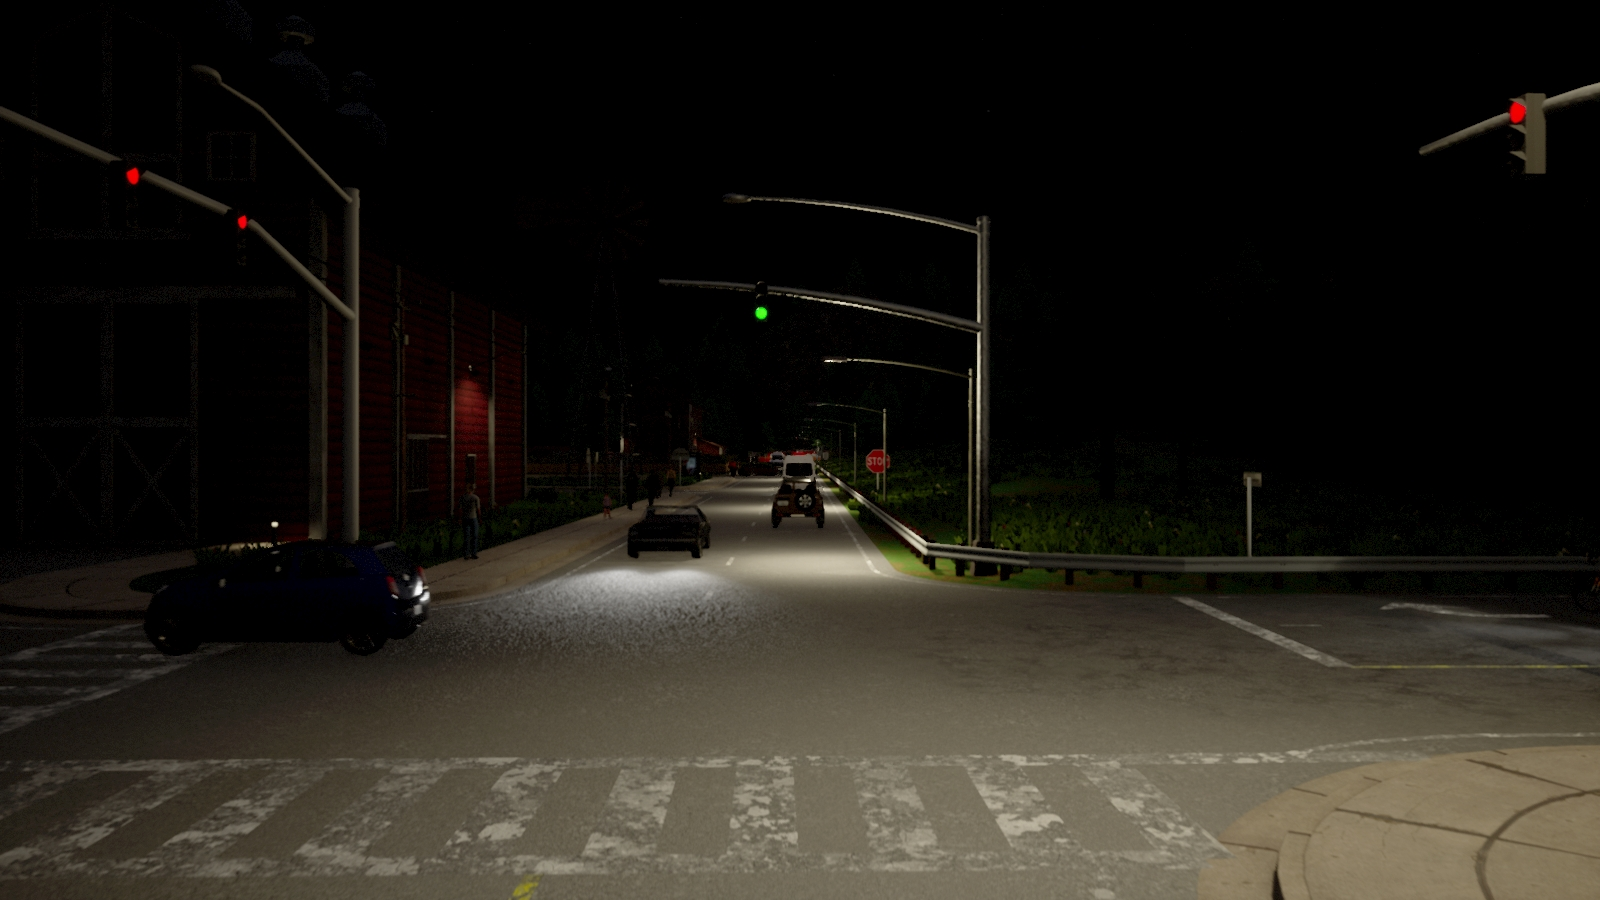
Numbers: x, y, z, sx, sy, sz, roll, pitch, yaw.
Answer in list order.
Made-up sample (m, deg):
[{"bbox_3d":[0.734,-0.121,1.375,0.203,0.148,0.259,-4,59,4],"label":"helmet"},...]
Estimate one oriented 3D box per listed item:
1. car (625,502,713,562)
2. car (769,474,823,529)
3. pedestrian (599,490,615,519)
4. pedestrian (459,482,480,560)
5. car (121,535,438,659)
[{"bbox_3d":[-3.470,2.178,31.110,1.895,1.301,4.718,0,0,-1],"label":"car"},{"bbox_3d":[-0.118,1.895,43.347,1.932,1.855,4.605,0,0,0],"label":"car"},{"bbox_3d":[-7.443,2.109,44.086,0.500,1.100,0.500,0,0,7],"label":"pedestrian"},{"bbox_3d":[-7.992,1.715,27.610,0.375,1.860,0.375,0,0,7],"label":"pedestrian"},{"bbox_3d":[-7.222,2.026,16.145,3.633,1.501,1.845,0,0,-1],"label":"car"}]
